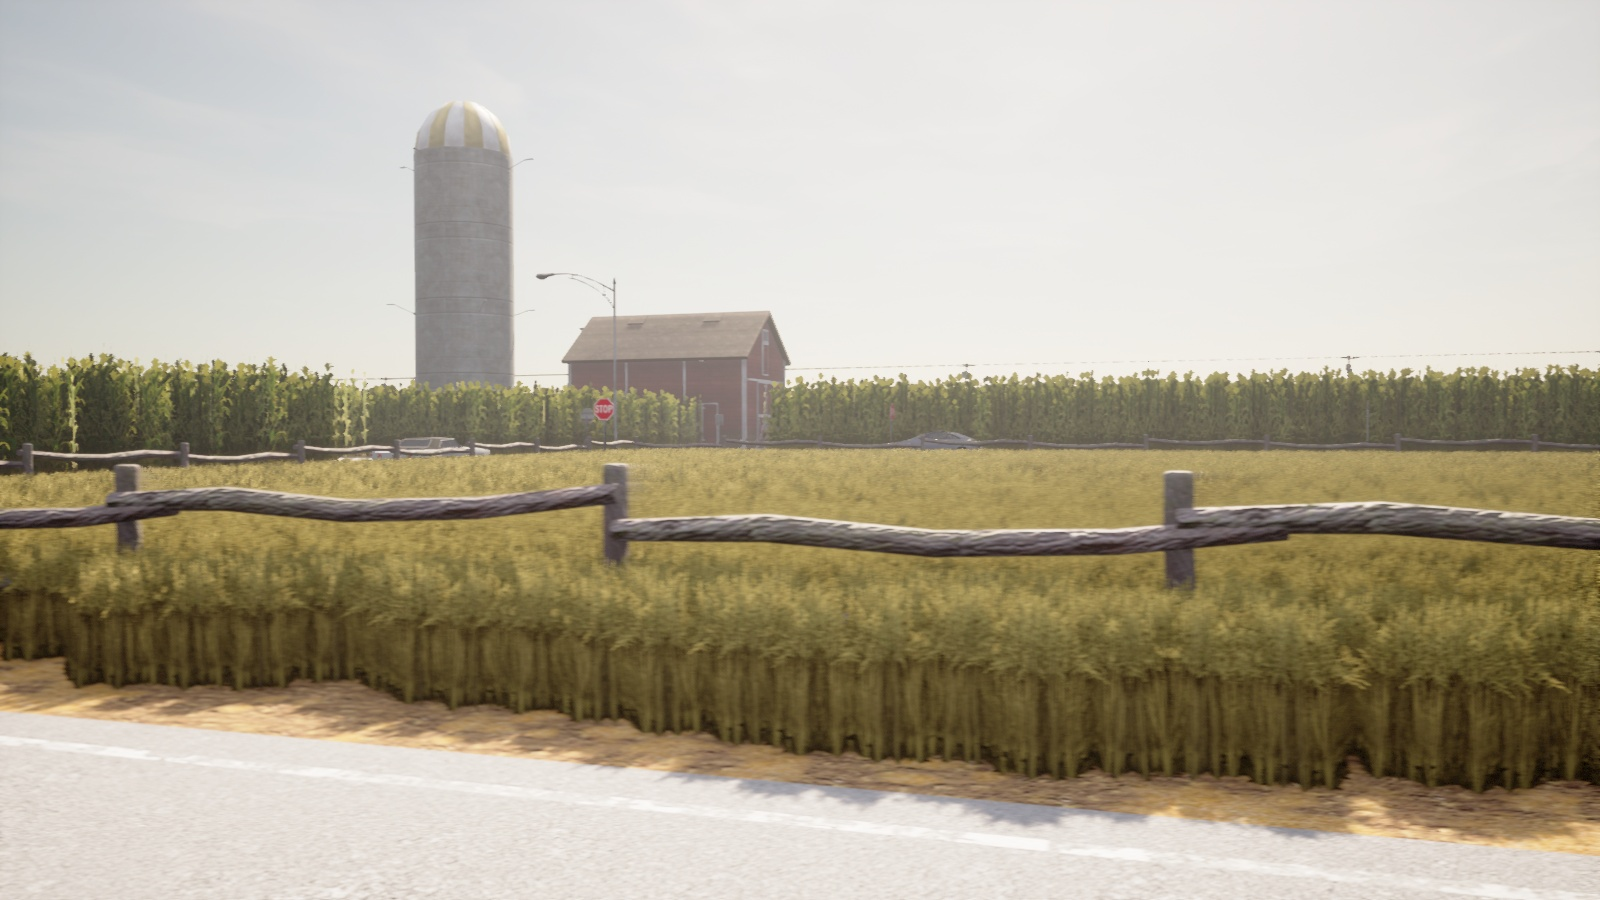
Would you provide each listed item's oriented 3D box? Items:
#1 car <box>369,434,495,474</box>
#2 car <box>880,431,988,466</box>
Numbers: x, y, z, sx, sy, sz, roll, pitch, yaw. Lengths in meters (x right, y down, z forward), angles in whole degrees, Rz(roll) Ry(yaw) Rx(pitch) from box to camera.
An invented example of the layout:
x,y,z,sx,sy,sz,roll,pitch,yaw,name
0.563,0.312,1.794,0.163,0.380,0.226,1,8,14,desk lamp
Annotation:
x,y,z,sx,sy,sz,roll,pitch,yaw,name
-12.909,0.100,44.339,1.895,1.301,4.718,1,1,19,car
5.677,-0.092,53.151,4.181,1.385,1.994,1,1,19,car
